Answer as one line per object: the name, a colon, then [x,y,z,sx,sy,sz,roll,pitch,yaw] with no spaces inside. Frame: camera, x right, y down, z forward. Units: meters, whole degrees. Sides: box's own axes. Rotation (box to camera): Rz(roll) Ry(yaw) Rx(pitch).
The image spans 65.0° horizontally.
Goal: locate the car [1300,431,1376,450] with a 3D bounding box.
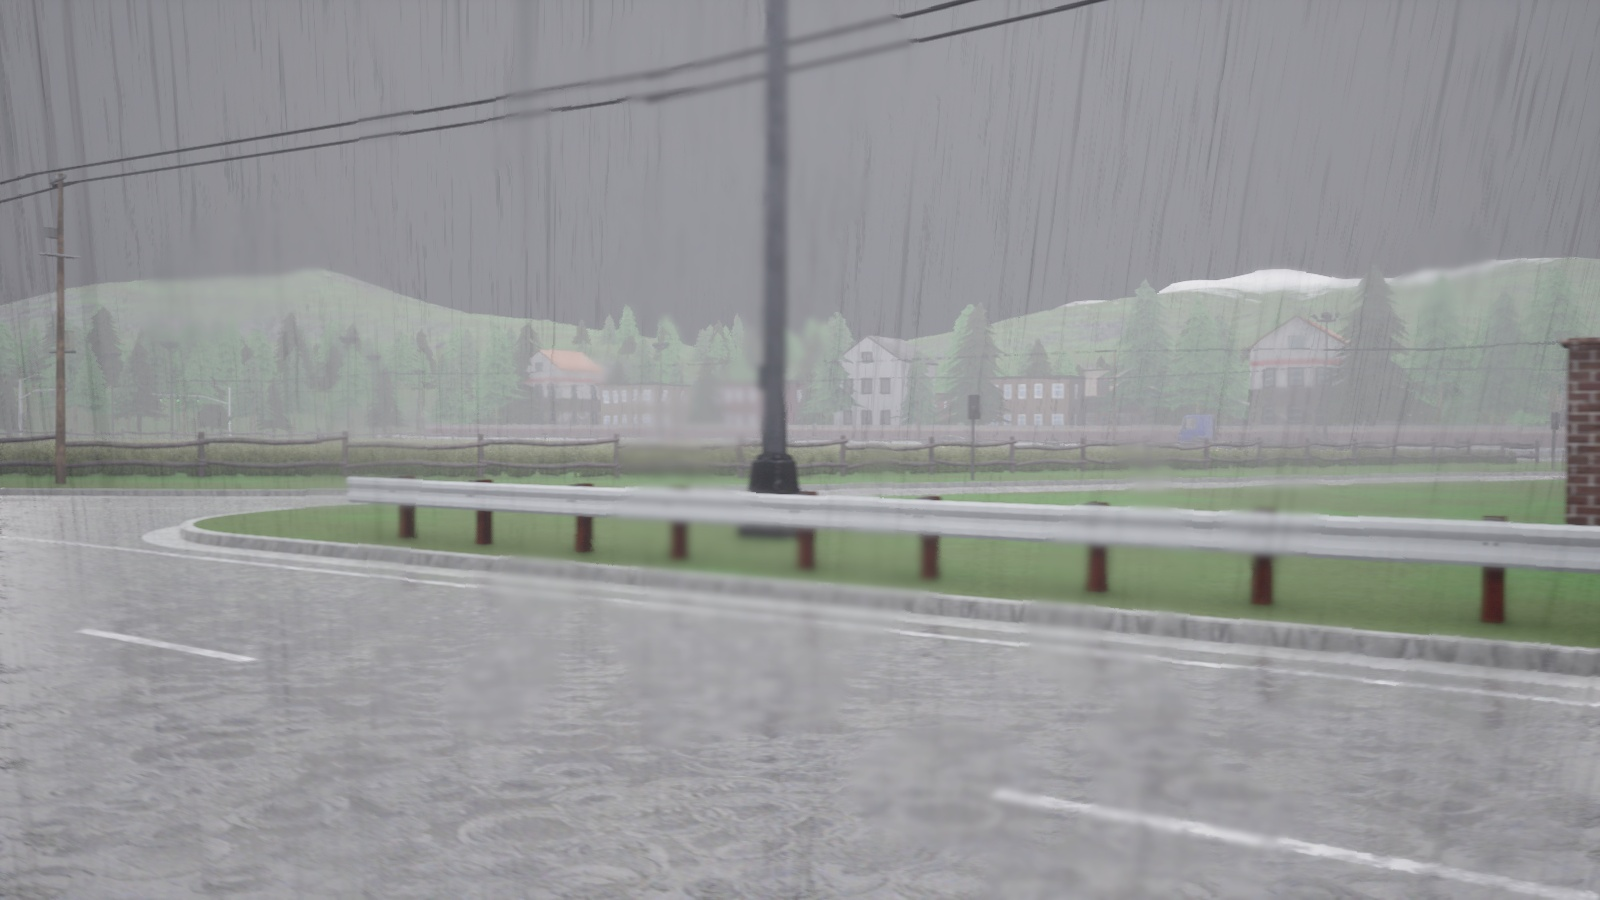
car: [38.354,-0.690,89.595,4.718,1.301,1.895,0,1,34]
